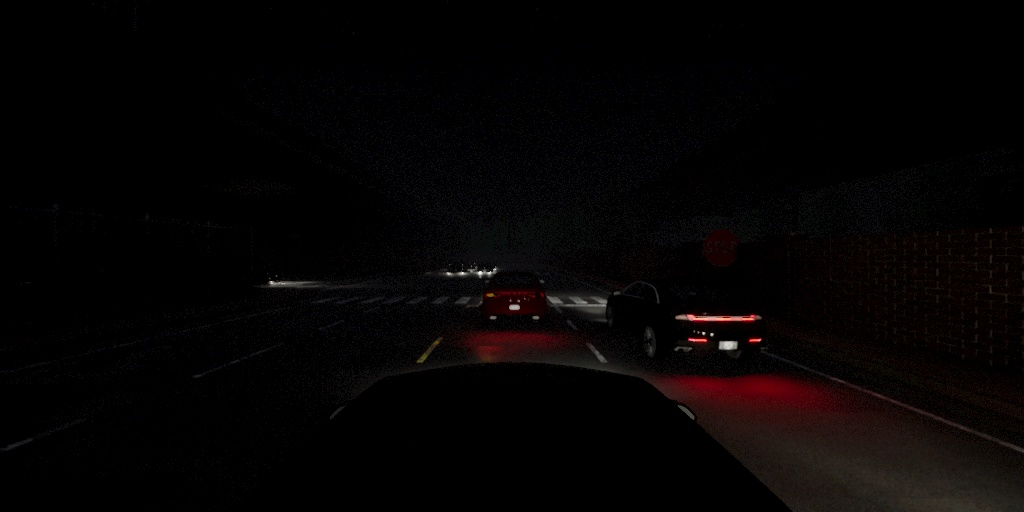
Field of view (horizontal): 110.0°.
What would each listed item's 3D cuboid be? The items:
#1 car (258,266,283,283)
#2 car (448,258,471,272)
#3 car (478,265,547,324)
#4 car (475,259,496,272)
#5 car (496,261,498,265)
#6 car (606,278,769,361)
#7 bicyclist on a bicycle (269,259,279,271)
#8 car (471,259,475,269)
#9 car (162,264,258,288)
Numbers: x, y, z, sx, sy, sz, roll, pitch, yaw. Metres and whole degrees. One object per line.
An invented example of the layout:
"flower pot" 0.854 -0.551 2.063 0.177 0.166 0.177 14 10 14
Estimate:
"car" -19.973 1.358 27.353 4.181 1.385 1.994 0 0 -1
"car" -7.015 1.180 46.627 2.097 1.767 4.553 0 0 -1
"car" 0.087 1.246 12.154 1.882 1.535 5.008 0 0 0
"car" -3.541 1.395 48.378 1.994 1.385 4.181 0 0 -1
"car" -3.719 1.376 59.268 1.812 1.442 4.674 0 0 -1
"car" 3.558 1.253 8.293 2.128 1.511 4.902 0 0 0
"bicyclist on a bicycle" -25.450 1.114 38.285 0.582 1.620 1.656 0 0 -1
"car" -7.198 1.203 57.860 2.097 1.767 4.553 0 0 -1
"car" -20.292 1.280 23.849 4.902 1.511 2.128 0 0 -1
